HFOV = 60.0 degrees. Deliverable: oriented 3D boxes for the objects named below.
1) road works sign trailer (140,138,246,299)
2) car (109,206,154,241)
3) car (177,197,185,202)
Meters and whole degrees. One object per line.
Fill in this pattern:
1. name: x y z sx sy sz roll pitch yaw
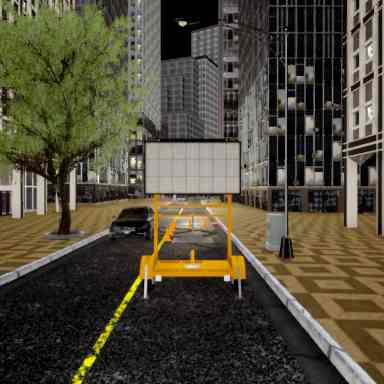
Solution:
1. road works sign trailer: 0.017 0.464 8.403 2.380 3.560 2.880 0 0 0
2. car: -2.816 1.506 16.768 1.837 1.490 4.892 0 0 0
3. car: -2.511 1.720 77.051 1.895 1.301 4.718 0 0 1
